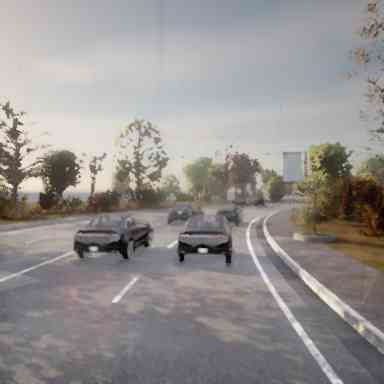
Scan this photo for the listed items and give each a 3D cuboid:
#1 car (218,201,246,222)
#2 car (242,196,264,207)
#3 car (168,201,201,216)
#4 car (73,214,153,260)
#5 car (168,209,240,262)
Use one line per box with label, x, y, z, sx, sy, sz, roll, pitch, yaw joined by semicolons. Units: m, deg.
car;3.032;1.785;26.849;1.837;1.490;4.892;0;0;14
car;12.677;1.903;66.518;2.150;2.045;5.566;0;0;32
car;-0.405;1.630;27.517;2.097;1.767;4.553;0;-1;14
car;-2.859;1.625;13.054;2.128;1.511;4.902;0;0;7
car;0.630;1.625;12.754;2.128;1.511;4.902;0;0;7
